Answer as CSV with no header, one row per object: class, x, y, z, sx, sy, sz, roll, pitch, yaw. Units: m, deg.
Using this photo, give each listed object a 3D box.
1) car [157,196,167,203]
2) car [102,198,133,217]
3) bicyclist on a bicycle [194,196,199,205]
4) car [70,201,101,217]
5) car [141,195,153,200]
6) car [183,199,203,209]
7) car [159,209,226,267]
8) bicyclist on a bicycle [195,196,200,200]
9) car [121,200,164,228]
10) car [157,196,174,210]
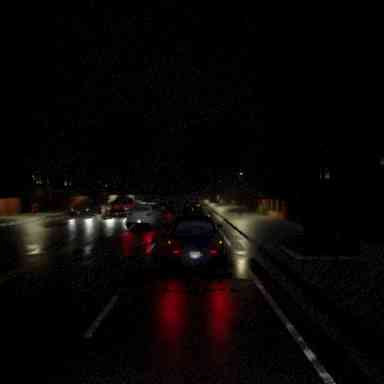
car,-6.508,1.591,72.532,1.837,1.490,4.892,0,0,0
car,-6.600,1.367,31.426,2.097,1.767,4.553,0,0,0
bicyclist on a bicycle,0.882,1.529,60.414,0.866,1.612,1.509,0,0,0
car,-9.850,1.541,31.250,1.812,1.442,4.674,0,0,0
car,-9.758,1.446,72.562,2.097,1.767,4.553,0,0,0
car,0.096,1.513,35.216,2.128,1.511,4.902,0,0,0
car,0.087,1.518,11.320,1.812,1.442,4.674,0,0,0
bicyclist on a bicycle,0.887,1.436,51.413,0.659,1.776,1.843,0,0,0
car,-3.152,1.525,22.139,1.812,1.442,4.674,0,0,0
car,-3.154,1.558,38.663,1.812,1.442,4.674,0,0,0
